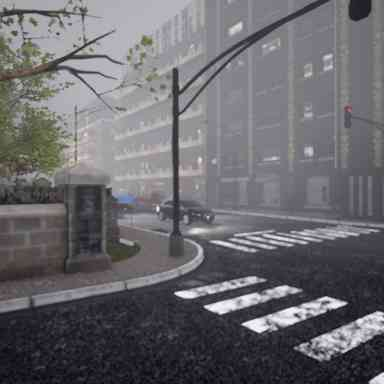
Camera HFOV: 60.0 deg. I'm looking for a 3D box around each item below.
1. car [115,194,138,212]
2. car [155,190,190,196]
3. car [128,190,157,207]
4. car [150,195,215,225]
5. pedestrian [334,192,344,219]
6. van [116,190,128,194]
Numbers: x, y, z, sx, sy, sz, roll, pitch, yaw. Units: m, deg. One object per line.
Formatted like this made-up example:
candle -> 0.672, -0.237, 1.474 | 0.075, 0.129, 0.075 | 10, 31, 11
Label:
car -> -7.061, 1.106, 30.383 | 1.895, 1.301, 4.718 | 0, 1, -36
car -> -1.508, 0.933, 32.625 | 1.967, 1.590, 4.097 | 1, 1, -36
car -> -4.776, 0.710, 37.075 | 2.192, 1.841, 5.009 | 1, 1, -36
car -> -0.498, 1.207, 21.446 | 1.837, 1.490, 4.892 | 0, 1, -36
pedestrian -> 9.778, 0.882, 22.206 | 0.375, 1.860, 0.375 | 1, 0, -36
van -> -8.045, 0.638, 41.526 | 1.690, 1.788, 3.998 | 1, 1, -36
